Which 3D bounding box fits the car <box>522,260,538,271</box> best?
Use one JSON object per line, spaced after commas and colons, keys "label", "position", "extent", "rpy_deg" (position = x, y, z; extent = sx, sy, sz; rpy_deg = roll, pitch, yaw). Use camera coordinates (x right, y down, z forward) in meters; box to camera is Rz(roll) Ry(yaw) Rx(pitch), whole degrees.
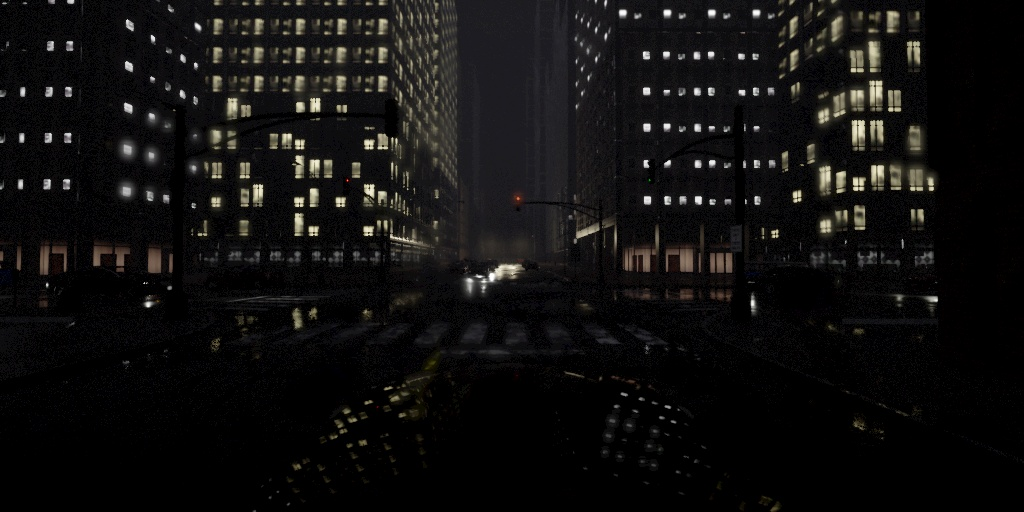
{"label": "car", "position": [2.676, 1.350, 48.817], "extent": [1.802, 1.307, 4.207], "rpy_deg": [0, 0, 0]}

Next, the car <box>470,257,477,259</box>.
{"label": "car", "position": [-5.705, 1.082, 48.752], "extent": [2.192, 1.841, 5.009], "rpy_deg": [0, 0, 0]}

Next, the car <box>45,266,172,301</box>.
{"label": "car", "position": [-18.086, 1.191, 16.390], "extent": [4.902, 1.511, 2.128], "rpy_deg": [0, -1, 0]}

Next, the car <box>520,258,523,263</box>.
{"label": "car", "position": [2.673, 1.298, 60.143], "extent": [1.751, 1.417, 4.829], "rpy_deg": [0, 0, 0]}

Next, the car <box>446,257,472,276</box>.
{"label": "car", "position": [-5.701, 1.203, 37.602], "extent": [1.967, 1.591, 4.097], "rpy_deg": [0, 0, 0]}

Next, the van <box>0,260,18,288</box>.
{"label": "van", "position": [-33.445, 1.132, 22.195], "extent": [3.998, 1.789, 1.690], "rpy_deg": [0, 0, 0]}

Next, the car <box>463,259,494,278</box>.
{"label": "car", "position": [-3.112, 1.310, 34.523], "extent": [2.033, 1.411, 5.357], "rpy_deg": [0, 0, 0]}

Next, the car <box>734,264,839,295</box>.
{"label": "car", "position": [14.868, 1.321, 19.526], "extent": [4.892, 1.490, 1.837], "rpy_deg": [0, -1, 0]}

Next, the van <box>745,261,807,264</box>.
{"label": "van", "position": [15.975, 1.210, 22.098], "extent": [3.998, 1.789, 1.690], "rpy_deg": [0, 0, 0]}

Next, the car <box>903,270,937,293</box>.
{"label": "car", "position": [24.347, 1.313, 19.504], "extent": [5.008, 1.535, 1.882], "rpy_deg": [0, -1, 0]}

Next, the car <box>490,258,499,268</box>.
{"label": "car", "position": [-3.101, 1.249, 56.566], "extent": [1.882, 1.535, 5.008], "rpy_deg": [0, 0, 0]}

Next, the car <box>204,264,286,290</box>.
{"label": "car", "position": [-16.499, 1.255, 22.162], "extent": [4.097, 1.591, 1.967], "rpy_deg": [0, 0, 0]}

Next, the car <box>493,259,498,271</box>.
{"label": "car", "position": [-3.113, 1.367, 44.433], "extent": [1.895, 1.301, 4.718], "rpy_deg": [0, 0, 0]}
